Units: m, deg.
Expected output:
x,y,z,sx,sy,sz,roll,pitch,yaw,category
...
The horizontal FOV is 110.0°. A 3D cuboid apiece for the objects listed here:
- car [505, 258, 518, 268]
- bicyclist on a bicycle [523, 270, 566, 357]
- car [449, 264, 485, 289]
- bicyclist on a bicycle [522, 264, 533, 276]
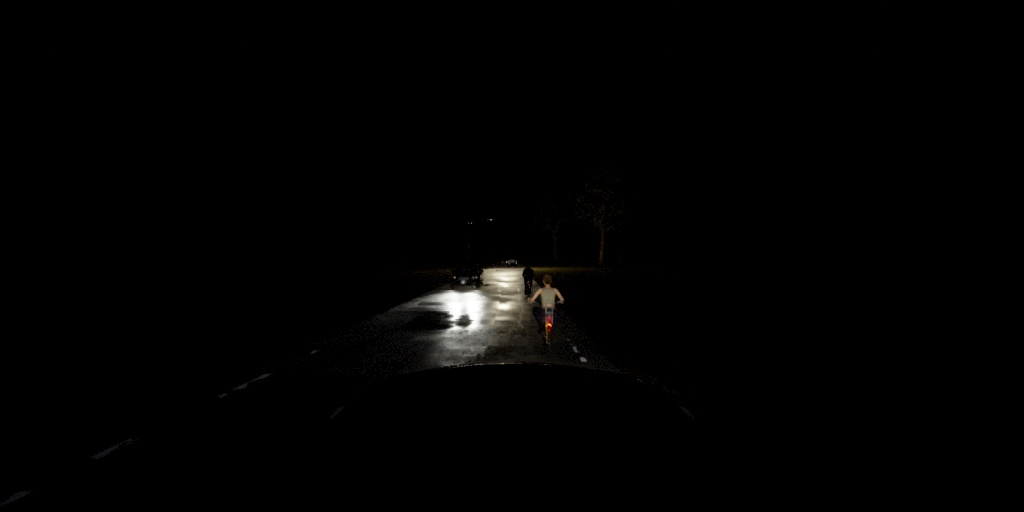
x,y,z,sx,sy,sz,roll,pitch,yaw,category
0.111,1.385,63.184,1.895,1.301,4.718,0,0,0,car
0.739,1.192,7.595,0.866,1.612,1.509,0,0,0,bicyclist on a bicycle
-2.845,1.262,23.384,2.128,1.511,4.902,0,0,0,car
0.760,1.217,16.664,0.582,1.620,1.656,0,0,0,bicyclist on a bicycle
